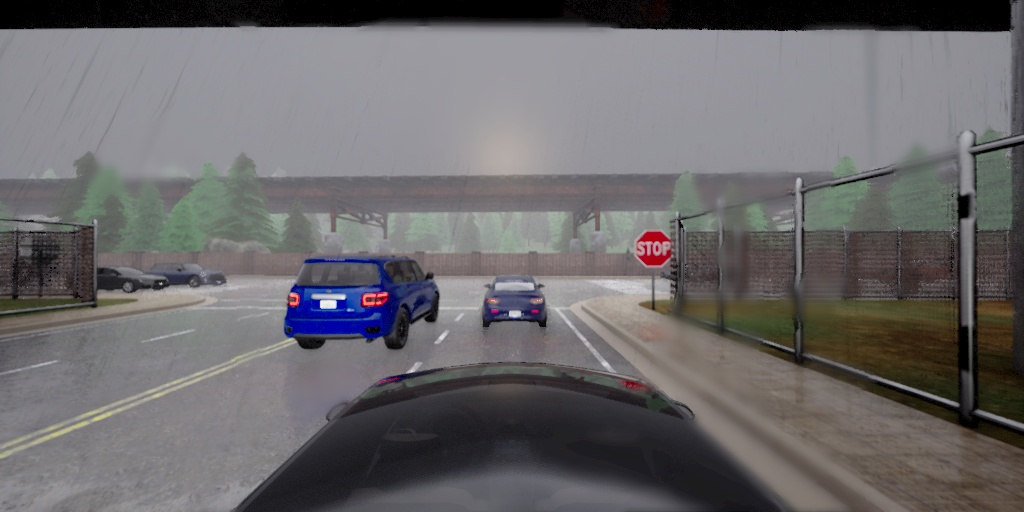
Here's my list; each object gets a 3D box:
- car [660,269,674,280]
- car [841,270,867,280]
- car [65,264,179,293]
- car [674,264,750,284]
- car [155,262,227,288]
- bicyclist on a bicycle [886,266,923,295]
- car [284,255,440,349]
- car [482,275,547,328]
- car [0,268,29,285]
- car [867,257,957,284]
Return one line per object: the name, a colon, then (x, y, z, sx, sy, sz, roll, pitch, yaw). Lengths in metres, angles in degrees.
car: (15.521, 1.418, 31.291, 4.892, 1.490, 1.837, 0, 0, 1)
car: (31.726, 1.513, 31.142, 4.718, 1.301, 1.895, 0, 0, 1)
car: (-22.994, 1.360, 20.995, 4.892, 1.490, 1.837, 1, 0, 0)
car: (15.663, 1.386, 27.791, 4.902, 1.511, 2.128, 0, 0, 1)
car: (-22.262, 1.228, 24.500, 4.553, 1.767, 2.097, 0, 0, 0)
bicyclist on a bicycle: (18.325, 1.134, 16.784, 0.582, 1.620, 1.656, 0, -1, 1)
car: (-3.428, 1.014, 9.386, 2.150, 2.045, 5.566, 0, 0, 0)
car: (0.076, 1.330, 11.528, 1.812, 1.442, 4.674, 0, 0, 0)
car: (-36.017, 1.363, 24.387, 4.902, 1.511, 2.128, 0, 0, 0)
car: (31.489, 1.110, 27.647, 5.566, 2.045, 2.150, -1, 0, 1)
